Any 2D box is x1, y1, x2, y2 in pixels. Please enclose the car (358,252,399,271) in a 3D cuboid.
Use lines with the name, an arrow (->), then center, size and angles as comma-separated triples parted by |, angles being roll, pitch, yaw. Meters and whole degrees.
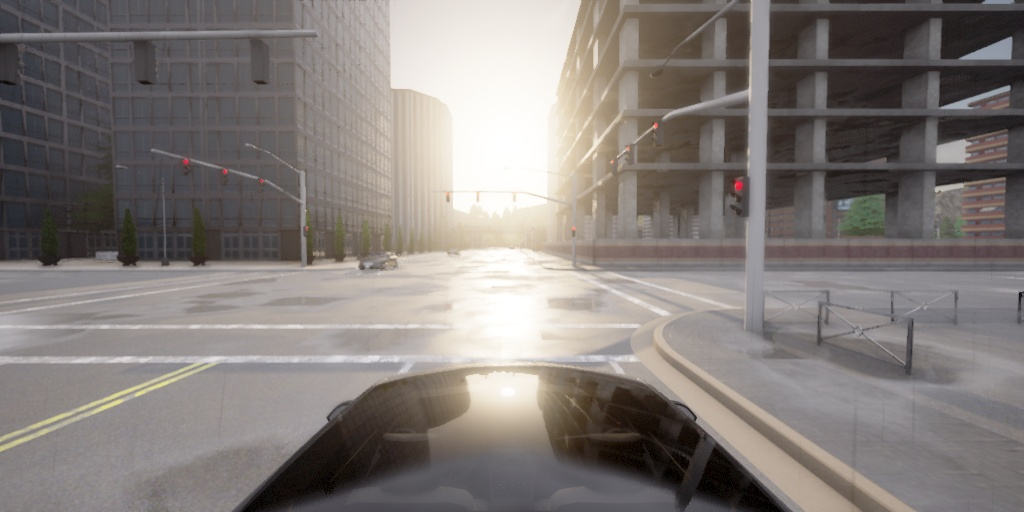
car -> -10.507, 0.417, 28.548 | 2.128, 1.511, 4.902 | 0, 2, 0
